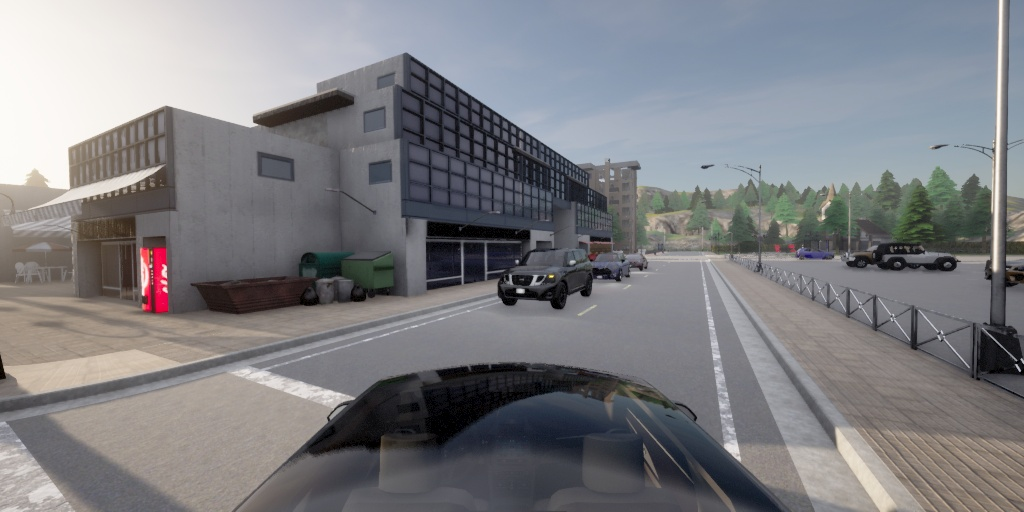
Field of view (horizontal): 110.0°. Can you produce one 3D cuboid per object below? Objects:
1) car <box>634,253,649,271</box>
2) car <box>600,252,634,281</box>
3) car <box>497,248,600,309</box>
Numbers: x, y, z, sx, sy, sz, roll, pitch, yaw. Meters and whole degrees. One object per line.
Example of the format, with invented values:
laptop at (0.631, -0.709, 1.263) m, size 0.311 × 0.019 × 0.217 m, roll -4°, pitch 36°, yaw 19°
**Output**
car at (10.820, 0.480, 31.717) m, size 1.812 × 1.442 × 4.674 m, roll 0°, pitch 1°, yaw 28°
car at (6.088, 0.573, 22.645) m, size 2.097 × 1.767 × 4.553 m, roll 0°, pitch 1°, yaw 28°
car at (1.544, 0.700, 13.921) m, size 2.150 × 2.045 × 5.566 m, roll 0°, pitch 1°, yaw 27°
